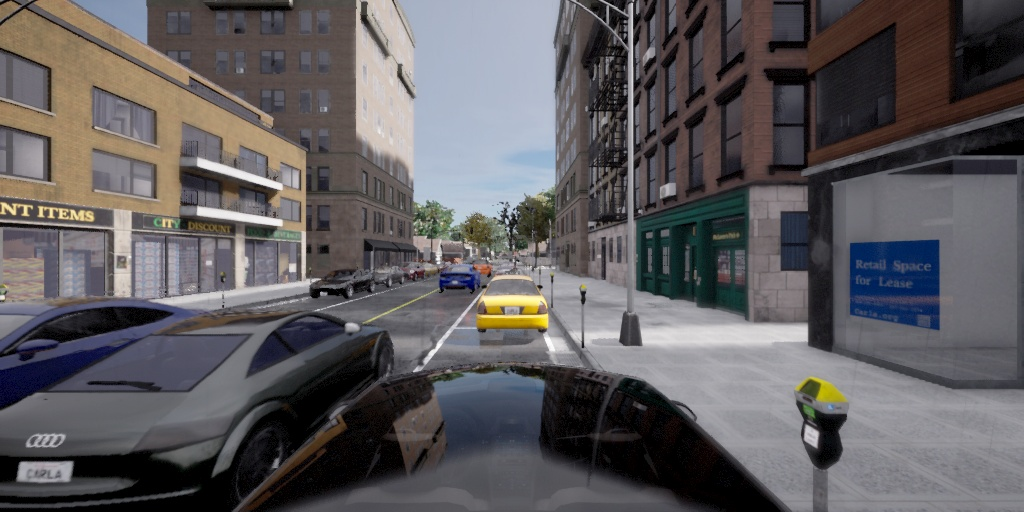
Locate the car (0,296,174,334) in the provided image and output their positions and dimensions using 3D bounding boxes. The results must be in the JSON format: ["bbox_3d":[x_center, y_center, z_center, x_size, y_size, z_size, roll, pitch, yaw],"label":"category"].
[{"bbox_3d":[-5.868,1.275,4.308,1.812,1.442,4.674,0,0,0],"label":"car"}]

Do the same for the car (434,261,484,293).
[{"bbox_3d":[-2.921,1.229,20.854,1.882,1.535,5.008,0,0,0],"label":"car"}]

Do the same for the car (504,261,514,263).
[{"bbox_3d":[-0.383,1.281,29.411,1.751,1.417,4.829,0,0,0],"label":"car"}]

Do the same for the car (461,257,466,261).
[{"bbox_3d":[-5.770,1.052,49.841,2.150,2.045,5.566,0,0,0],"label":"car"}]

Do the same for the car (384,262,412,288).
[{"bbox_3d":[-8.408,1.303,23.719,2.007,1.370,4.403,0,0,0],"label":"car"}]

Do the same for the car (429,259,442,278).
[{"bbox_3d":[-8.408,1.285,34.586,1.751,1.417,4.829,0,0,0],"label":"car"}]

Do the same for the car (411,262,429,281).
[{"bbox_3d":[-8.408,1.195,29.238,1.967,1.591,4.097,0,0,0],"label":"car"}]

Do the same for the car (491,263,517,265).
[{"bbox_3d":[-0.383,1.334,23.722,1.802,1.307,4.207,0,0,0],"label":"car"}]

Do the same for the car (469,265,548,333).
[{"bbox_3d":[0.005,1.207,10.690,1.801,1.575,5.366,0,0,0],"label":"car"}]

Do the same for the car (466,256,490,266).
[{"bbox_3d":[-3.022,1.112,35.544,2.097,1.767,4.553,0,0,0],"label":"car"}]

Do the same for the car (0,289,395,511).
[{"bbox_3d":[-2.921,1.314,4.248,1.994,1.385,4.181,0,0,0],"label":"car"}]

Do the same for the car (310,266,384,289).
[{"bbox_3d":[-8.408,1.316,18.201,1.948,1.339,4.313,0,0,0],"label":"car"}]
